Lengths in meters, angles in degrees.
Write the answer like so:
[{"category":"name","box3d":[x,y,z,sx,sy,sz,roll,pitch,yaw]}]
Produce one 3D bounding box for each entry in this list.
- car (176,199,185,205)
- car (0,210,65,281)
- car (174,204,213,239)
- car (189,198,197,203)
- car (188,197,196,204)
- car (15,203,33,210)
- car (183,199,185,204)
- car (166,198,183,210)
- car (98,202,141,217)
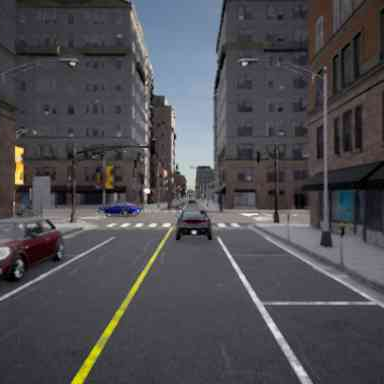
[{"category":"car","box3d":[-2.694,2.327,79.919,1.837,1.490,4.892,0,-1,0]},{"category":"car","box3d":[-5.388,1.528,9.859,1.967,1.590,4.097,0,-1,0]},{"category":"car","box3d":[0.103,1.674,18.310,1.837,1.490,4.892,0,0,0]},{"category":"car","box3d":[0.199,2.369,93.554,2.128,1.511,4.902,0,-1,2]},{"category":"car","box3d":[0.069,2.359,83.154,1.837,1.490,4.892,0,-1,1]},{"category":"car","box3d":[-17.357,1.818,33.265,4.181,1.385,1.994,0,0,0]},{"category":"car","box3d":[-2.736,2.238,66.898,1.994,1.385,4.181,0,-1,0]},{"category":"car","box3d":[-2.847,2.008,51.714,1.837,1.490,4.892,0,0,0]},{"category":"car","box3d":[-7.904,1.790,35.979,5.008,1.535,1.882,0,-2,26]}]
